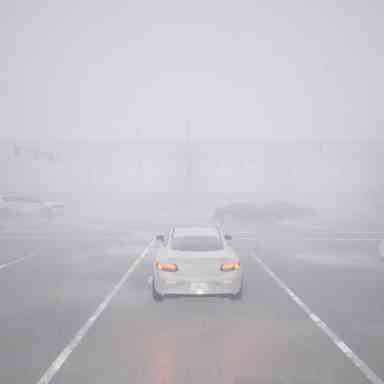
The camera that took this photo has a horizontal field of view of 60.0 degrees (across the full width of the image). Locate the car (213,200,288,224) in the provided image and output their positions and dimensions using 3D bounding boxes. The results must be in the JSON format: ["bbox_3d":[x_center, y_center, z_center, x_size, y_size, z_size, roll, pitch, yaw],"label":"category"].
[{"bbox_3d":[4.029,1.454,24.202,5.008,1.535,1.882,0,0,2],"label":"car"}]

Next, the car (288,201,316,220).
[{"bbox_3d":[7.701,1.477,27.603,4.892,1.490,1.837,0,0,2],"label":"car"}]

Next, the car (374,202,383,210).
[{"bbox_3d":[23.300,1.397,37.886,4.674,1.442,1.812,-1,0,2],"label":"car"}]

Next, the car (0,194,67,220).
[{"bbox_3d":[-13.613,1.224,28.179,5.566,2.045,2.150,0,0,2],"label":"car"}]

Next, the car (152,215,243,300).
[{"bbox_3d":[0.073,1.527,8.251,1.812,1.442,4.674,0,0,-1],"label":"car"}]
